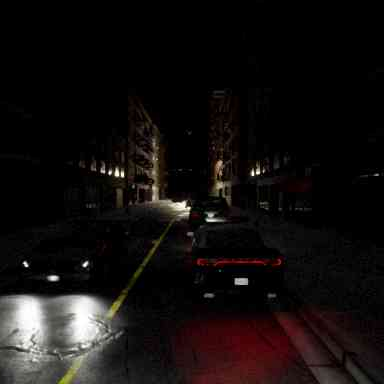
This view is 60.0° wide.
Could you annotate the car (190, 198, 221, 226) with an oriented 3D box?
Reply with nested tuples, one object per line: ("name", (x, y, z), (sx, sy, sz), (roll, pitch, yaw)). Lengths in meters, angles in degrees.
("car", (0.904, 1.361, 24.504), (2.097, 1.767, 4.553), (0, 0, 0))

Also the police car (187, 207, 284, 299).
("police car", (0.901, 1.427, 8.644), (1.930, 1.638, 5.238), (0, 0, 0))

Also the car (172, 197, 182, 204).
("car", (-2.987, 1.652, 65.441), (1.895, 1.301, 4.718), (0, 0, 0))

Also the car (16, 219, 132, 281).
("car", (-3.100, 1.550, 10.094), (2.033, 1.411, 5.357), (0, 0, 0))

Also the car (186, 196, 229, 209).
("car", (0.904, 1.231, 18.565), (2.150, 2.045, 5.566), (0, 0, 0))
